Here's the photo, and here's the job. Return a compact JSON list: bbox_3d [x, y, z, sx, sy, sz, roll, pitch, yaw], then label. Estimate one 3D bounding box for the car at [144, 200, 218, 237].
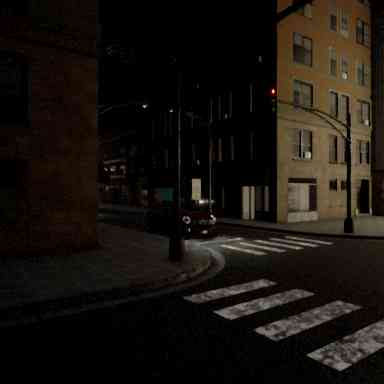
[{"bbox_3d":[-0.684,1.272,17.380,2.097,1.767,4.553,0,0,-35],"label":"car"}]
